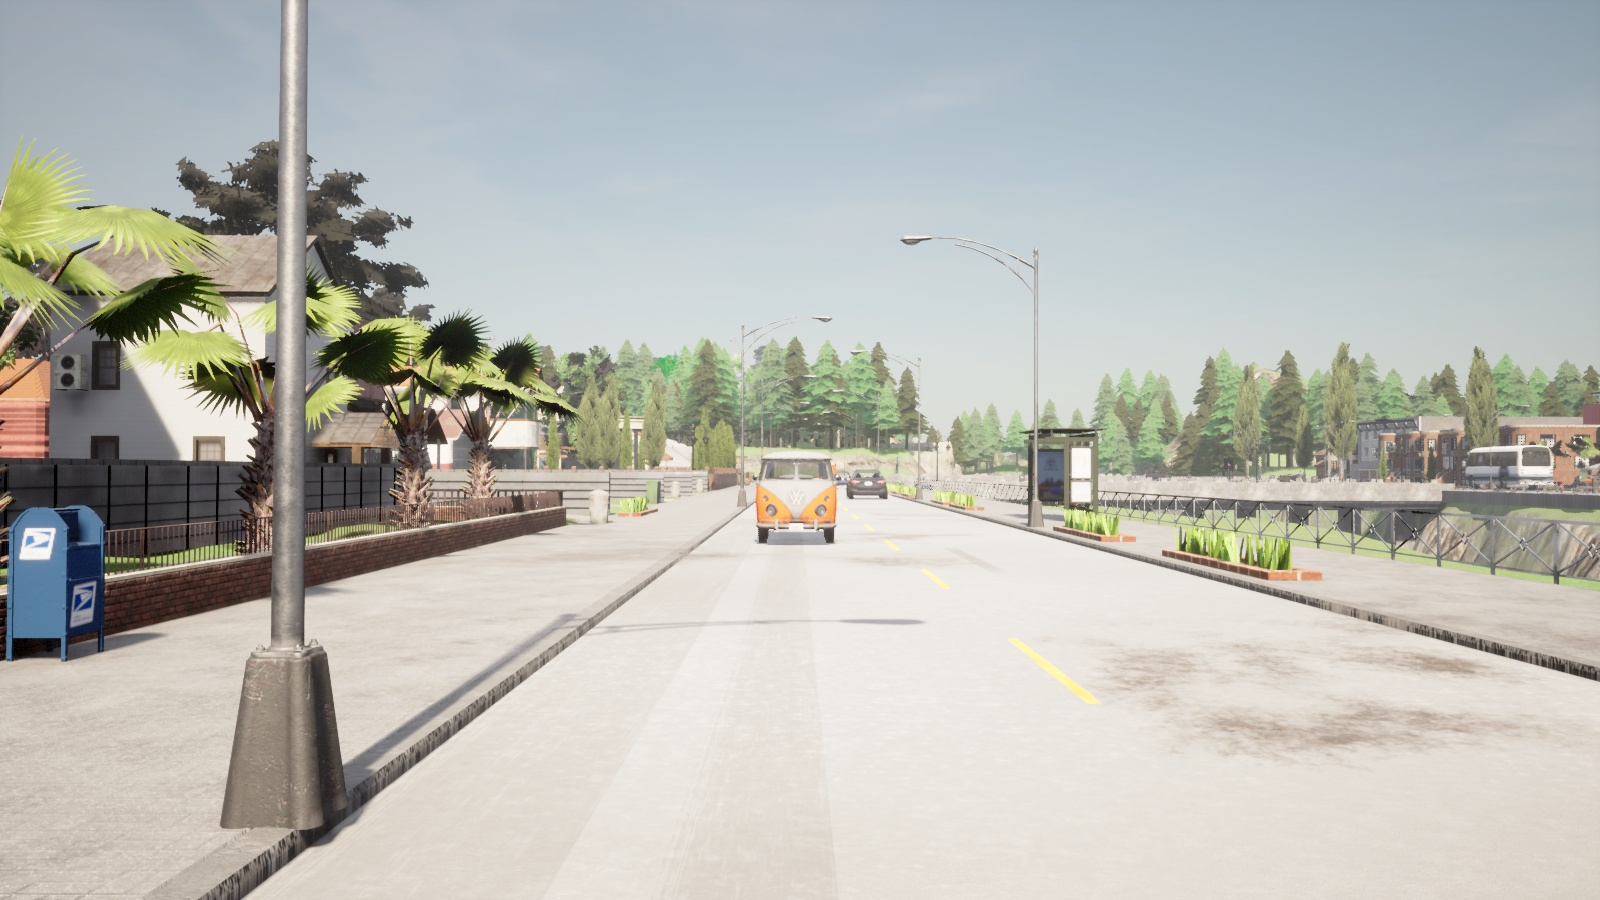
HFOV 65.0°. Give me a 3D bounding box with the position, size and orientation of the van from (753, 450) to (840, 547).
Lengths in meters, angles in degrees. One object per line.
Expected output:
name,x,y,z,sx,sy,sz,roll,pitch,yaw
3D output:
van,-0.072,1.037,28.028,1.775,1.987,4.442,0,-1,0

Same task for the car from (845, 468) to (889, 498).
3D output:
car,3.818,1.848,71.885,2.242,1.667,4.611,0,-1,0
